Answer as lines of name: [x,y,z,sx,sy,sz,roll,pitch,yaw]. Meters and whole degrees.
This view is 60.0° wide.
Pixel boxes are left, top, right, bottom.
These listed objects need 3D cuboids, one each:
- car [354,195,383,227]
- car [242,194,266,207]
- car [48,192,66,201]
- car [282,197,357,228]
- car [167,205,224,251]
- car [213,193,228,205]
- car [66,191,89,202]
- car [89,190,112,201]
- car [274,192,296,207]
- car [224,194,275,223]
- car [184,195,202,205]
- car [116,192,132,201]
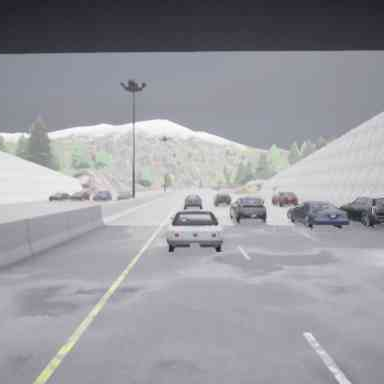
car: [10.614,1.034,19.871,2.097,1.767,4.553,0,1,0]
car: [7.129,0.982,38.738,1.895,1.301,4.718,0,1,0]
car: [-20.963,0.701,53.000,2.033,1.411,5.357,0,1,0]
car: [7.114,1.238,19.287,2.033,1.411,5.357,0,1,0]
car: [0.109,1.392,12.977,1.895,1.301,4.718,0,1,0]
car: [3.628,0.870,39.691,1.837,1.490,4.892,0,1,0]
car: [-17.472,0.648,52.037,1.882,1.535,5.008,0,1,0]
car: [-13.973,0.520,52.028,2.097,1.767,4.553,0,1,0]
car: [10.628,0.741,38.285,2.097,1.767,4.553,0,1,0]
car: [3.615,1.141,21.865,2.128,1.511,4.902,0,1,0]
car: [0.125,0.992,34.776,2.033,1.411,5.357,0,1,0]
car: [-10.470,0.693,52.203,1.812,1.442,4.674,0,1,0]
